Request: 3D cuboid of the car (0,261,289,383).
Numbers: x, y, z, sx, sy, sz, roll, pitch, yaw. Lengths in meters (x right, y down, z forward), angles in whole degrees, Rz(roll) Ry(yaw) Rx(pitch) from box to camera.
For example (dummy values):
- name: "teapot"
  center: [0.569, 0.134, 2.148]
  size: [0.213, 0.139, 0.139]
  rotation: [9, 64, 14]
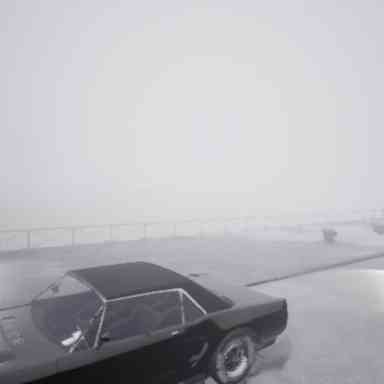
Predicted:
- name: "car"
  center: [-1.111, 1.605, 3.812]
  size: [4.718, 1.301, 1.895]
  rotation: [0, 0, -35]
